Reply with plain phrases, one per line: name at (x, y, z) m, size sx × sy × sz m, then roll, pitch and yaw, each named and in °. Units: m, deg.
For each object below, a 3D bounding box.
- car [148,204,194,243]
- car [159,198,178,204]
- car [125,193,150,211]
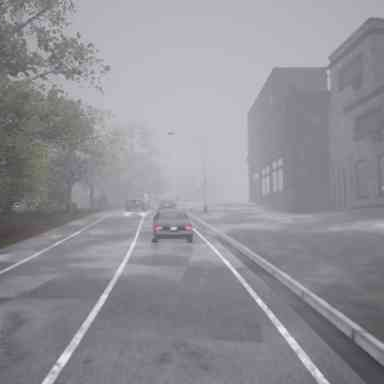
car at (-1.002, 1.543, 16.207) m, size 2.033 × 1.411 × 5.357 m, roll 0°, pitch 0°, yaw -6°
car at (-2.827, 1.418, 40.081) m, size 1.994 × 1.385 × 4.181 m, roll 0°, pitch 0°, yaw 1°
car at (-6.296, 1.097, 38.841) m, size 2.150 × 2.045 × 5.566 m, roll 0°, pitch 0°, yaw 1°
